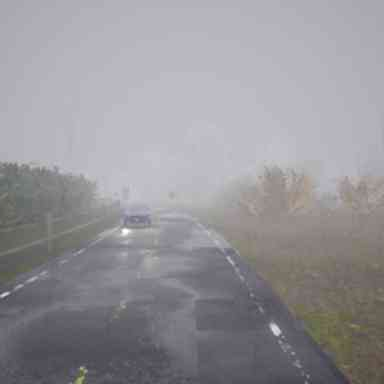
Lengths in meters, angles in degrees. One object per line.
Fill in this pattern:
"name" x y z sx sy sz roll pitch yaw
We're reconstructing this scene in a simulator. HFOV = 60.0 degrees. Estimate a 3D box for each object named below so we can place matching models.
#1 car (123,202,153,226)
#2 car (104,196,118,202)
"car" -3.849 1.544 24.151 1.882 1.535 5.008 0 0 -6
"car" -20.419 1.743 85.683 2.033 1.411 5.357 0 0 -24
